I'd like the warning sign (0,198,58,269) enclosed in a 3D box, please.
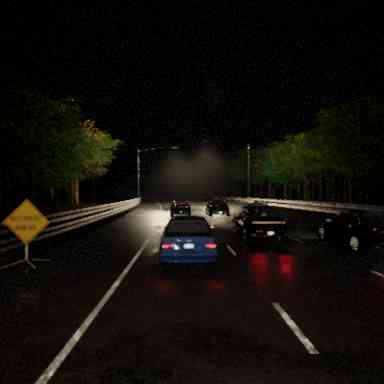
[{"bbox_3d":[-4.667,1.126,9.419,1.300,1.860,1.060,1,1,-1],"label":"warning sign"}]

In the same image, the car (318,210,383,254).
[{"bbox_3d":[6.797,1.511,13.524,1.837,1.490,4.892,0,0,-1],"label":"car"}]

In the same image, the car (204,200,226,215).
[{"bbox_3d":[2.355,1.532,31.788,1.837,1.490,4.892,0,0,-4],"label":"car"}]

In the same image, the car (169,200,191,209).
[{"bbox_3d":[-1.134,1.524,31.510,2.128,1.511,4.902,0,0,-4],"label":"car"}]

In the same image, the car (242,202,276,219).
[{"bbox_3d":[5.967,1.621,30.322,1.895,1.301,4.718,0,0,-4],"label":"car"}]

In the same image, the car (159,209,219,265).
[{"bbox_3d":[-0.152,1.557,11.773,2.033,1.411,5.357,0,0,-1],"label":"car"}]

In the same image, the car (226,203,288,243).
[{"bbox_3d":[3.203,1.502,16.317,2.128,1.511,4.902,0,0,-2],"label":"car"}]
